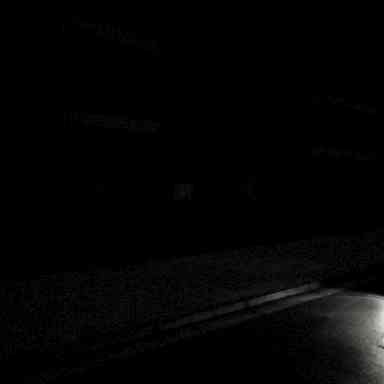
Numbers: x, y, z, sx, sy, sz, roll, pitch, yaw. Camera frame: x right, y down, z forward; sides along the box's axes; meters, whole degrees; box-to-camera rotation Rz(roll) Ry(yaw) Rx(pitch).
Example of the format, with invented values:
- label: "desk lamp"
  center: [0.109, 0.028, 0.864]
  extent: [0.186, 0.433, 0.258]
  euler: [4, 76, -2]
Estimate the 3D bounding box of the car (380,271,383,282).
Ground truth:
- label: "car"
  center: [6.824, 1.550, 8.246]
  extent: [5.357, 1.411, 2.033]
  euler: [0, 0, -36]
